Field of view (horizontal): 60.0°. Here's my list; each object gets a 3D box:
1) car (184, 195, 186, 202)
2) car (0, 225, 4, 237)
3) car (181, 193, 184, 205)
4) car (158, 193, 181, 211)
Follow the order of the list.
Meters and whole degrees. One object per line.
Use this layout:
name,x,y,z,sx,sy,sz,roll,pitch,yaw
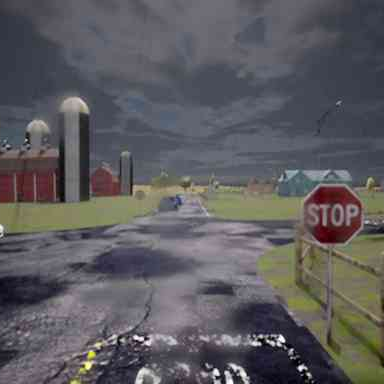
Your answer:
car,-2.483,1.159,68.940,2.150,2.045,5.566,0,0,0
car,-11.178,1.442,14.058,5.566,2.045,2.150,-1,1,-10
car,-2.630,1.338,53.049,1.882,1.535,5.008,0,1,0
car,-2.696,1.250,38.404,2.097,1.767,4.553,0,0,0
